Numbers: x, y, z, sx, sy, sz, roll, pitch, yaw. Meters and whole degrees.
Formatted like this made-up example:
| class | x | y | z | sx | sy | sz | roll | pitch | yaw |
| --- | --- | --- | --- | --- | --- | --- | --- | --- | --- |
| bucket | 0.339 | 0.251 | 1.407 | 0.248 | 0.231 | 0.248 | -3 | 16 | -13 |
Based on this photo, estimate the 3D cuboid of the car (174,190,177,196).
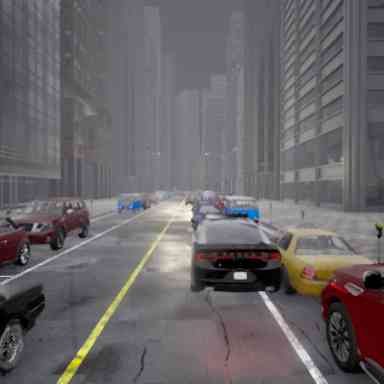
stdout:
| class | x | y | z | sx | sy | sz | roll | pitch | yaw |
| --- | --- | --- | --- | --- | --- | --- | --- | --- | --- |
| car | -5.684 | 0.691 | 86.492 | 1.752 | 1.417 | 4.829 | 0 | 1 | 0 |

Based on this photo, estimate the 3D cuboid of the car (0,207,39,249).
| class | x | y | z | sx | sy | sz | roll | pitch | yaw |
| --- | --- | --- | --- | --- | --- | --- | --- | --- | --- |
| car | -5.755 | 1.358 | 8.132 | 1.967 | 1.590 | 4.097 | 0 | 1 | 0 |

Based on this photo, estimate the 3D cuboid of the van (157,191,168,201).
| class | x | y | z | sx | sy | sz | roll | pitch | yaw |
| --- | --- | --- | --- | --- | --- | --- | --- | --- | --- |
| van | -5.709 | 0.769 | 58.614 | 1.690 | 1.788 | 3.998 | 0 | 1 | 0 |

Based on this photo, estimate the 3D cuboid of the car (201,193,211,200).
| class | x | y | z | sx | sy | sz | roll | pitch | yaw |
| --- | --- | --- | --- | --- | --- | --- | --- | --- | --- |
| car | 2.827 | 0.886 | 69.835 | 1.947 | 1.339 | 4.313 | 0 | 1 | 0 |

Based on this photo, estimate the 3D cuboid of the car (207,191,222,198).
| class | x | y | z | sx | sy | sz | roll | pitch | yaw |
| --- | --- | --- | --- | --- | --- | --- | --- | --- | --- |
| car | 2.791 | 1.013 | 30.570 | 2.192 | 1.841 | 5.009 | 0 | 1 | 0 |

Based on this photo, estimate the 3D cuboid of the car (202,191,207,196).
| class | x | y | z | sx | sy | sz | roll | pitch | yaw |
| --- | --- | --- | --- | --- | --- | --- | --- | --- | --- |
| car | 2.806 | 0.975 | 47.398 | 1.967 | 1.590 | 4.097 | 0 | 1 | 0 |

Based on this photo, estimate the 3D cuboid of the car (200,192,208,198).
| class | x | y | z | sx | sy | sz | roll | pitch | yaw |
| --- | --- | --- | --- | --- | --- | --- | --- | --- | --- |
| car | 2.837 | 0.737 | 81.223 | 1.752 | 1.417 | 4.829 | 0 | 1 | 0 |

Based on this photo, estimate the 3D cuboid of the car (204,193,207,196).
| class | x | y | z | sx | sy | sz | roll | pitch | yaw |
| --- | --- | --- | --- | --- | --- | --- | --- | --- | --- |
| car | 2.801 | 1.134 | 41.790 | 1.887 | 1.381 | 4.507 | 0 | 1 | 0 |

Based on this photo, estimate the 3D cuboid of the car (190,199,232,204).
| class | x | y | z | sx | sy | sz | roll | pitch | yaw |
| --- | --- | --- | --- | --- | --- | --- | --- | --- | --- |
| car | 0.917 | 1.340 | 18.700 | 1.812 | 1.442 | 4.674 | 0 | 1 | 0 |

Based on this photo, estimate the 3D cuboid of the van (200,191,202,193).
| class | x | y | z | sx | sy | sz | roll | pitch | yaw |
| --- | --- | --- | --- | --- | --- | --- | --- | --- | --- |
| van | 2.817 | 0.769 | 58.615 | 1.690 | 1.788 | 3.998 | 0 | 1 | 0 |

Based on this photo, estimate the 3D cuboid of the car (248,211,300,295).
| class | x | y | z | sx | sy | sz | roll | pitch | yaw |
| --- | --- | --- | --- | --- | --- | --- | --- | --- | --- |
| car | 2.770 | 1.442 | 8.307 | 1.752 | 1.417 | 4.829 | 0 | 1 | 0 |

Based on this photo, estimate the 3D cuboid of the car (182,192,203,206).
| class | x | y | z | sx | sy | sz | roll | pitch | yaw |
| --- | --- | --- | --- | --- | --- | --- | --- | --- | --- |
| car | 0.050 | 1.104 | 45.208 | 2.033 | 1.411 | 5.357 | 0 | 1 | 0 |

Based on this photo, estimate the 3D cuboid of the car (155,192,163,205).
| class | x | y | z | sx | sy | sz | roll | pitch | yaw |
| --- | --- | --- | --- | --- | --- | --- | --- | --- | --- |
| car | -5.719 | 1.086 | 47.398 | 2.008 | 1.369 | 4.403 | 0 | 1 | 0 |

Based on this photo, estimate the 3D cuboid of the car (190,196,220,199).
| class | x | y | z | sx | sy | sz | roll | pitch | yaw |
| --- | --- | --- | --- | --- | --- | --- | --- | --- | --- |
| car | 0.922 | 1.282 | 24.700 | 1.812 | 1.442 | 4.674 | 0 | 1 | 0 |

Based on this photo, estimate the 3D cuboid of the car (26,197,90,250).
| class | x | y | z | sx | sy | sz | roll | pitch | yaw |
| --- | --- | --- | --- | --- | --- | --- | --- | --- | --- |
| car | -5.750 | 1.178 | 13.740 | 2.192 | 1.841 | 5.009 | 0 | 1 | 0 |

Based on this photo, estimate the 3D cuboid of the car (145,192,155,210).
| class | x | y | z | sx | sy | sz | roll | pitch | yaw |
| --- | --- | --- | --- | --- | --- | --- | --- | --- | --- |
| car | -5.729 | 0.959 | 36.177 | 2.192 | 1.841 | 5.009 | 0 | 1 | 0 |

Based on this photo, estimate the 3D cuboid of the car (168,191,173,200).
| class | x | y | z | sx | sy | sz | roll | pitch | yaw |
| --- | --- | --- | --- | --- | --- | --- | --- | --- | --- |
| car | -5.698 | 0.760 | 69.834 | 1.967 | 1.590 | 4.097 | 0 | 1 | 0 |

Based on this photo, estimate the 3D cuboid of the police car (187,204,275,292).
| class | x | y | z | sx | sy | sz | roll | pitch | yaw |
| --- | --- | --- | --- | --- | --- | --- | --- | --- | --- |
| police car | 0.907 | 1.337 | 8.809 | 1.930 | 1.638 | 5.238 | 0 | 1 | 0 |

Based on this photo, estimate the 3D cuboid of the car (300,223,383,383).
| class | x | y | z | sx | sy | sz | roll | pitch | yaw |
| --- | --- | --- | --- | --- | --- | --- | --- | --- | --- |
| car | 2.765 | 1.288 | 2.526 | 2.192 | 1.841 | 5.009 | 0 | 1 | 0 |

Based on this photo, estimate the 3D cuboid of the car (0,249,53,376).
| class | x | y | z | sx | sy | sz | roll | pitch | yaw |
| --- | --- | --- | --- | --- | --- | --- | --- | --- | --- |
| car | -3.099 | 1.573 | 2.702 | 1.895 | 1.301 | 4.718 | 0 | 1 | 0 |

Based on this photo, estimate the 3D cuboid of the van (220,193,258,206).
| class | x | y | z | sx | sy | sz | roll | pitch | yaw |
| --- | --- | --- | --- | --- | --- | --- | --- | --- | --- |
| van | 2.780 | 1.149 | 19.353 | 1.690 | 1.788 | 3.998 | 0 | 1 | 0 |

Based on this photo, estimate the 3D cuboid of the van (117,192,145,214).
| class | x | y | z | sx | sy | sz | roll | pitch | yaw |
| --- | --- | --- | --- | --- | --- | --- | --- | --- | --- |
| van | -5.734 | 1.039 | 30.568 | 1.690 | 1.788 | 3.998 | 0 | 1 | 0 |
